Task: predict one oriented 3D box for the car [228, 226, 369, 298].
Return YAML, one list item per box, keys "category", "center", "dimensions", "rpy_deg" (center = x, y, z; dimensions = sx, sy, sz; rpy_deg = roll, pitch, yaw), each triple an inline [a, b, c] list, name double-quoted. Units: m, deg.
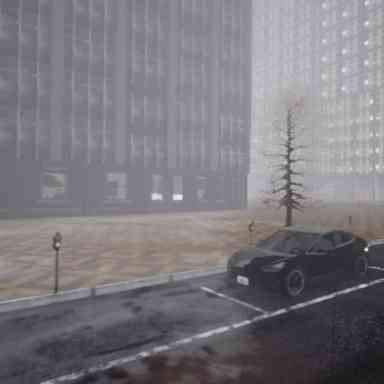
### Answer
- category: "car"
  center: [2.903, 1.589, 8.619]
  dimensions: [4.313, 1.339, 1.947]
  rpy_deg: [0, 0, -35]
